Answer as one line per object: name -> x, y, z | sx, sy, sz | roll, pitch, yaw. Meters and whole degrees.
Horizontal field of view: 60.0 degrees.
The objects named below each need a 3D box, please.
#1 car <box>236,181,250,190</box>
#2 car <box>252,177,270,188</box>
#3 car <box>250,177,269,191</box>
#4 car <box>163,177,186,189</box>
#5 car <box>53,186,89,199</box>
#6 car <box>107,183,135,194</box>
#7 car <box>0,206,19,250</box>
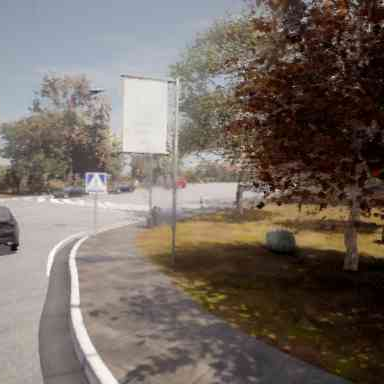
car -> 9.796, -1.291, 60.812 | 2.097, 1.767, 4.553 | 3, 5, 29
car -> 14.517, -2.040, 69.642 | 2.150, 2.045, 5.566 | 3, 5, 28
car -> 12.573, -1.226, 58.598 | 2.150, 2.045, 5.566 | 3, 5, 29
car -> -3.196, -1.695, 62.148 | 2.150, 2.045, 5.566 | 3, 5, 29
car -> -14.789, -0.030, 40.796 | 1.812, 1.442, 4.674 | 3, 4, 28
car -> -10.426, -0.563, 48.880 | 2.128, 1.511, 4.902 | 3, 5, 28
car -> -7.648, 1.249, 12.429 | 1.837, 1.490, 4.892 | 1, 1, -32
